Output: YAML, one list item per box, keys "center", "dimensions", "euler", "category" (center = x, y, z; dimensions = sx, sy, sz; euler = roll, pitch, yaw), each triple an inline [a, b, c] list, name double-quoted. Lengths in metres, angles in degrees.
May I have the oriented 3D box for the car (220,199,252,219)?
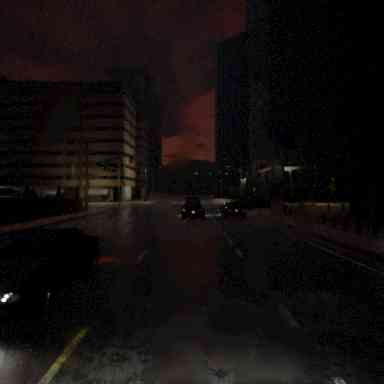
- center: [3.604, 1.571, 29.402]
  dimensions: [2.033, 1.411, 5.357]
  euler: [0, 0, 0]
  category: "car"

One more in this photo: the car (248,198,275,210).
- center: [8.382, 1.456, 42.375]
  dimensions: [5.008, 1.535, 1.882]
  euler: [0, -1, -33]
  category: "car"

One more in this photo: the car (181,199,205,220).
- center: [0.103, 1.588, 28.688]
  dimensions: [1.994, 1.385, 4.181]
  euler: [0, 0, 0]
  category: "car"

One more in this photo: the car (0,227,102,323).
- center: [-3.584, 1.554, 7.713]
  dimensions: [2.033, 1.411, 5.357]
  euler: [0, 0, 0]
  category: "car"

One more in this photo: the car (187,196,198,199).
- center: [0.094, 1.353, 43.180]
  dimensions: [2.097, 1.767, 4.553]
  euler: [0, 0, 0]
  category: "car"
